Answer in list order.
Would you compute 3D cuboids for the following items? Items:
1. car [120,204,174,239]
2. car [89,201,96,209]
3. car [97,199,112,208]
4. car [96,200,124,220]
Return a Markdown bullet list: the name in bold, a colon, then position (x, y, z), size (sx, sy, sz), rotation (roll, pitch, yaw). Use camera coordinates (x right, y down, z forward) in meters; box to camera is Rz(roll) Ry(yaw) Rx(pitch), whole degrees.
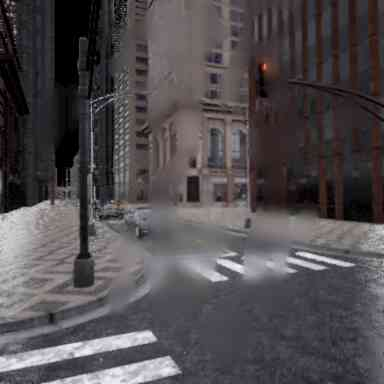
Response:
- **car**: position (-2.482, 1.647, 18.562), size (1.837, 1.490, 4.892), rotation (0, 0, -22)
- **car**: position (-15.289, 2.033, 50.343), size (1.895, 1.301, 4.718), rotation (0, 0, -22)
- **car**: position (-15.828, 2.053, 59.895), size (2.033, 1.411, 5.357), rotation (0, 0, -22)
- **car**: position (-7.485, 1.752, 30.883), size (1.837, 1.490, 4.892), rotation (0, 0, -22)
